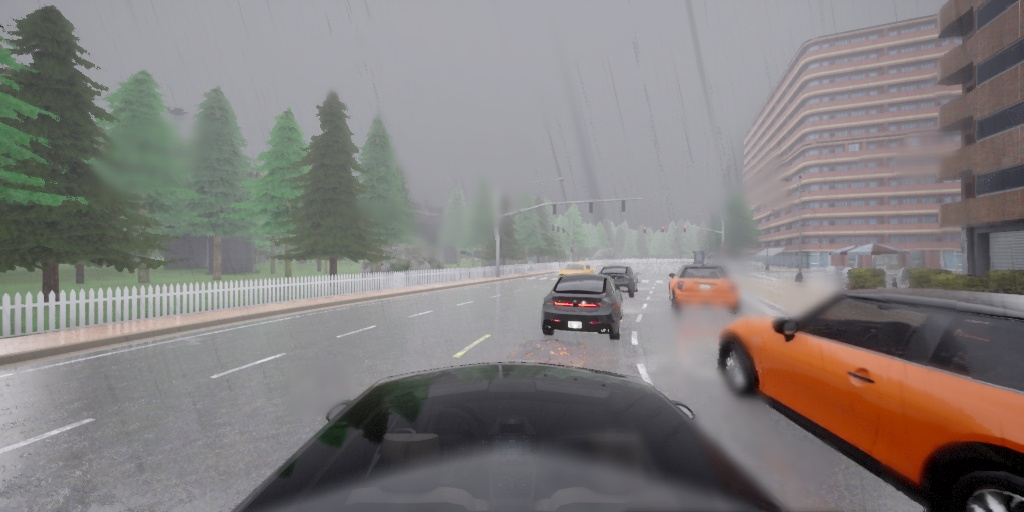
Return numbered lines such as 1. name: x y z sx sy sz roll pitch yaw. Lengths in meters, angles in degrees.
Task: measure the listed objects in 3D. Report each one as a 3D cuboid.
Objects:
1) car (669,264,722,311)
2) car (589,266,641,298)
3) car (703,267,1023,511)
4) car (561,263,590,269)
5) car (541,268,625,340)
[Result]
1. car: 7.414 1.101 14.178 2.097 1.767 4.553 0 0 22
2. car: 5.567 1.255 18.895 1.837 1.490 4.892 0 0 23
3. car: 4.011 1.102 3.515 2.097 1.767 4.553 0 0 5
4. car: 4.771 1.270 26.248 1.882 1.535 5.008 0 0 24
5. car: 2.129 1.255 10.132 1.837 1.490 4.892 0 0 18
